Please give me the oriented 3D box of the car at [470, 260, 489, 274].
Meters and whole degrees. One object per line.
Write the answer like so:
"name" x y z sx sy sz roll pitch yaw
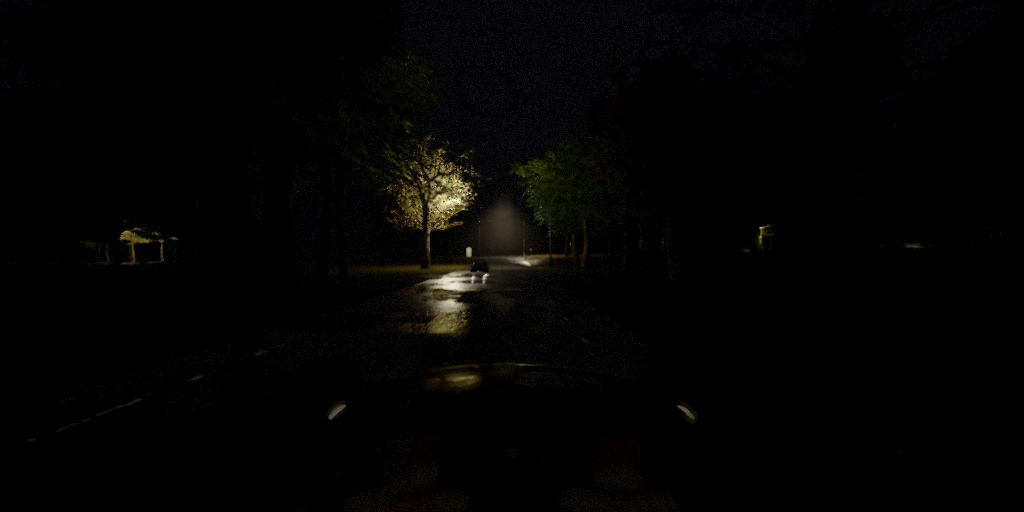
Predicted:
"car" -3.574 1.197 40.707 2.033 1.411 5.357 0 1 0
